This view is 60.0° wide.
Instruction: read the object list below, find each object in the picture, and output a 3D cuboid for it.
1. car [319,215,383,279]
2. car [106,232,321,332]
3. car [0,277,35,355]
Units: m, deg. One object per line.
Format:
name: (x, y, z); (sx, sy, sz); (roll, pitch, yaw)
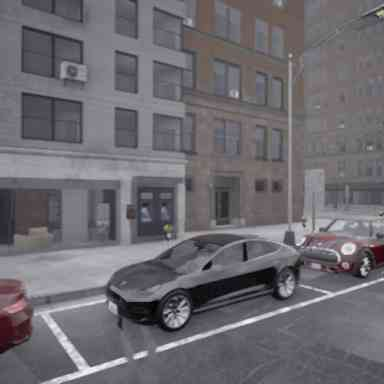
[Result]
car: (4.947, 1.462, 10.061); (4.097, 1.590, 1.967); (0, 0, -36)
car: (0.449, 1.575, 6.853); (4.313, 1.339, 1.947); (0, 0, -36)
car: (-4.049, 1.579, 3.644); (4.206, 1.307, 1.802); (0, 0, -36)
